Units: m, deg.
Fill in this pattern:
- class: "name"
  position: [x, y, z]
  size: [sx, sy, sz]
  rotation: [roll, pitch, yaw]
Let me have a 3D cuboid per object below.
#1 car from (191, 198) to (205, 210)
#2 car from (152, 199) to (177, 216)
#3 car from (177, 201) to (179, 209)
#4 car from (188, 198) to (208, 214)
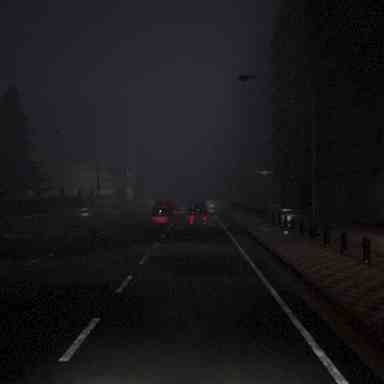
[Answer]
- class: "car"
  position: [0.793, 1.566, 44.169]
  size: [1.812, 1.442, 4.674]
  rotation: [0, 0, 1]
- class: "car"
  position: [-2.886, 1.535, 33.363]
  size: [1.837, 1.490, 4.892]
  rotation: [0, 0, 1]
- class: "car"
  position: [-2.736, 1.603, 42.274]
  size: [1.994, 1.385, 4.181]
  rotation: [0, 0, 1]
- class: "car"
  position: [0.650, 1.558, 35.321]
  size: [1.812, 1.442, 4.674]
  rotation: [0, 0, 1]
